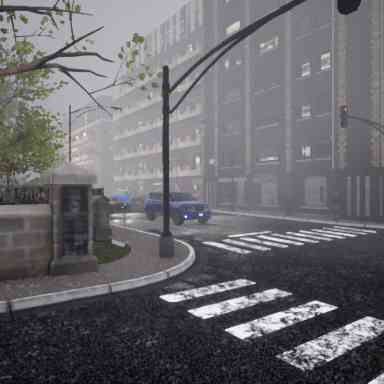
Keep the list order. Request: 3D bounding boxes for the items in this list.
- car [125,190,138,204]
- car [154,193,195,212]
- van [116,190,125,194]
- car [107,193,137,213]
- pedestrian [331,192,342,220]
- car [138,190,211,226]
[{"bbox_3d":[-5.036,0.727,36.855,2.192,1.841,5.009,1,1,-36],"label":"car"},{"bbox_3d":[-1.776,0.950,32.401,1.967,1.590,4.097,1,1,-36],"label":"car"},{"bbox_3d":[-8.299,0.655,41.312,1.690,1.788,3.998,1,1,-36],"label":"van"},{"bbox_3d":[-7.045,1.090,29.770,1.994,1.385,4.181,0,1,-36],"label":"car"},{"bbox_3d":[9.495,0.901,21.964,0.375,1.860,0.375,1,-1,-36],"label":"pedestrian"},{"bbox_3d":[-1.102,0.926,21.654,2.150,2.045,5.566,0,1,-36],"label":"car"}]
